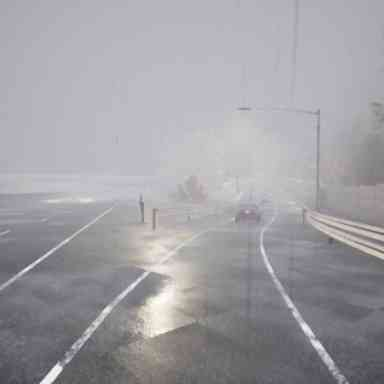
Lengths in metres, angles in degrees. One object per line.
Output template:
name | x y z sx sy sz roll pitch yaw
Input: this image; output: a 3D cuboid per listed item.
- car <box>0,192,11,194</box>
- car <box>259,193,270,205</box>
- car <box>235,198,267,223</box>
car | -31.254 0.749 55.018 1.837 1.490 4.892 0 0 -9
car | 12.669 1.456 57.996 1.895 1.301 4.718 1 3 12
car | 5.208 1.731 29.613 2.097 1.767 4.553 1 0 17
